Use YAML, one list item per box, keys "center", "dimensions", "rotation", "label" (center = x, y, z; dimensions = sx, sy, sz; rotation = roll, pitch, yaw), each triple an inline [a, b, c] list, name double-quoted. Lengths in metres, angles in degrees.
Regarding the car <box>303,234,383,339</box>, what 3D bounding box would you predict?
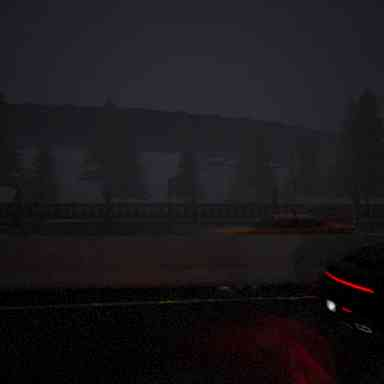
- center: [4.618, 1.560, 5.476]
  dimensions: [4.892, 1.490, 1.837]
  rotation: [0, 0, -4]
  label: "car"
